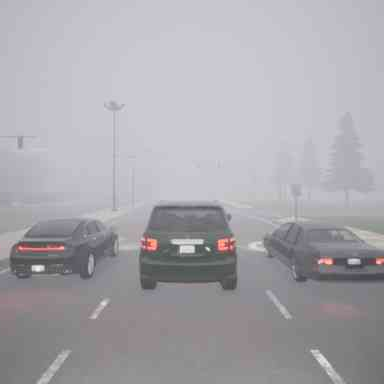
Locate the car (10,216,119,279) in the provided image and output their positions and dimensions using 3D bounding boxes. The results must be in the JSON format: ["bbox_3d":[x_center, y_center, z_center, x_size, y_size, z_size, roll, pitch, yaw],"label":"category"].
[{"bbox_3d":[-3.534,1.500,10.036,1.837,1.490,4.892,0,0,0],"label":"car"}]

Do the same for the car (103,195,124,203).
[{"bbox_3d":[-16.583,1.510,70.463,2.033,1.411,5.357,0,0,0],"label":"car"}]

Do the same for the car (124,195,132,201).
[{"bbox_3d":[-16.649,1.486,86.043,2.128,1.511,4.902,0,0,0],"label":"car"}]

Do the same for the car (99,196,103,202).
[{"bbox_3d":[-20.112,1.519,77.420,1.994,1.385,4.181,0,0,0],"label":"car"}]

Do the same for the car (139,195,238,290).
[{"bbox_3d":[-0.043,1.217,9.215,2.150,2.045,5.566,0,0,1],"label":"car"}]

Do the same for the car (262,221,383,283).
[{"bbox_3d":[3.469,1.543,9.672,2.033,1.411,5.357,0,0,0],"label":"car"}]
